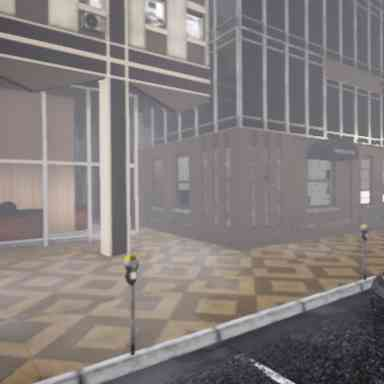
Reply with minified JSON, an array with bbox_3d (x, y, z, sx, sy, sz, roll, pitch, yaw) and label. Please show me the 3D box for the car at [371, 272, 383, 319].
[{"bbox_3d":[4.953,1.458,5.909,4.313,1.339,1.947,-1,1,-35],"label":"car"}]
